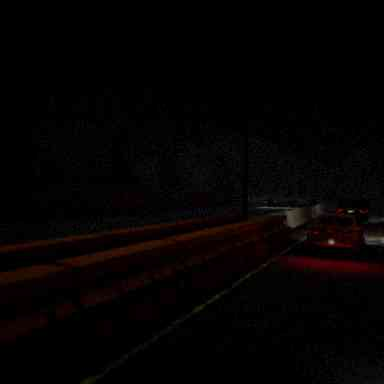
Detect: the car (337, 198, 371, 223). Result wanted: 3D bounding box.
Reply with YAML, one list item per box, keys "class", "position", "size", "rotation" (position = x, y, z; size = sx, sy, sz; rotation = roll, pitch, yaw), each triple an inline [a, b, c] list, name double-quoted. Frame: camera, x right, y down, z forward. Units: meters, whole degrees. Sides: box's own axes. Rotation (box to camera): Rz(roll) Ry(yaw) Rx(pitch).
- class: "car"
  position: [12.366, 1.482, 25.572]
  size: [2.150, 2.045, 5.566]
  rotation: [0, 0, 28]

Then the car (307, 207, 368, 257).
- class: "car"
  position: [6.074, 1.610, 13.815]
  size: [1.882, 1.535, 5.008]
  rotation: [0, 0, 29]
